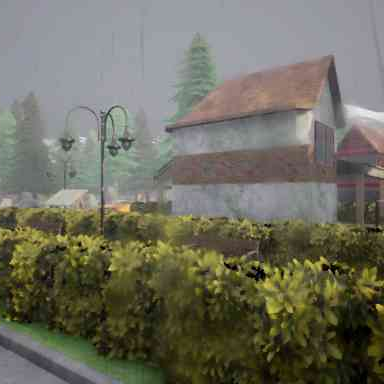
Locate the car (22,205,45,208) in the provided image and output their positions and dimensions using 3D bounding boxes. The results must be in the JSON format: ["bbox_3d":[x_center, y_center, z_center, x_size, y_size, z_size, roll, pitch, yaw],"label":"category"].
[{"bbox_3d":[-14.073,1.763,28.636,1.895,1.301,4.718,0,0,36],"label":"car"}]

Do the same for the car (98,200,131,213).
[{"bbox_3d":[-8.134,1.640,36.839,1.882,1.535,5.008,0,0,36],"label":"car"}]
